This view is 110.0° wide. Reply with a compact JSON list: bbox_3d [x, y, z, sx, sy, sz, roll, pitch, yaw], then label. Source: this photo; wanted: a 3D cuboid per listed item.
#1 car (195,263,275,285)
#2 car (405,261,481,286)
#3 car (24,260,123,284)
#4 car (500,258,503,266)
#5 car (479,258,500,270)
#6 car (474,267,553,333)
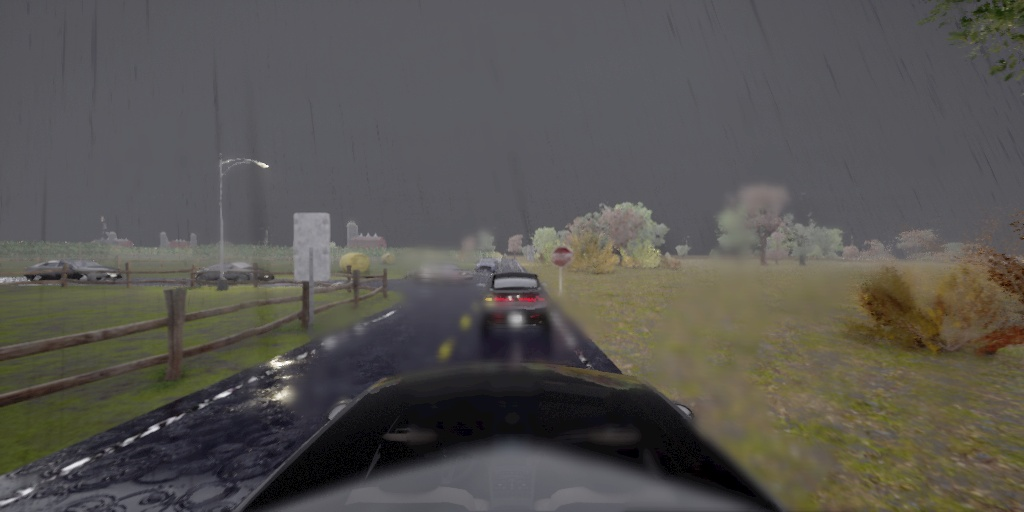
[{"bbox_3d":[-17.887,1.135,23.258,4.181,1.385,1.994,0,1,0],"label":"car"},{"bbox_3d":[-4.899,1.193,24.045,5.357,1.411,2.033,1,1,39],"label":"car"},{"bbox_3d":[-28.171,0.992,23.149,4.902,1.511,2.128,0,1,-1],"label":"car"},{"bbox_3d":[-2.832,1.132,51.449,2.033,1.411,5.357,0,0,0],"label":"car"},{"bbox_3d":[-2.846,0.966,40.566,2.097,1.767,4.553,0,0,0],"label":"car"},{"bbox_3d":[0.066,1.217,10.581,1.837,1.490,4.892,0,0,-1],"label":"car"}]
